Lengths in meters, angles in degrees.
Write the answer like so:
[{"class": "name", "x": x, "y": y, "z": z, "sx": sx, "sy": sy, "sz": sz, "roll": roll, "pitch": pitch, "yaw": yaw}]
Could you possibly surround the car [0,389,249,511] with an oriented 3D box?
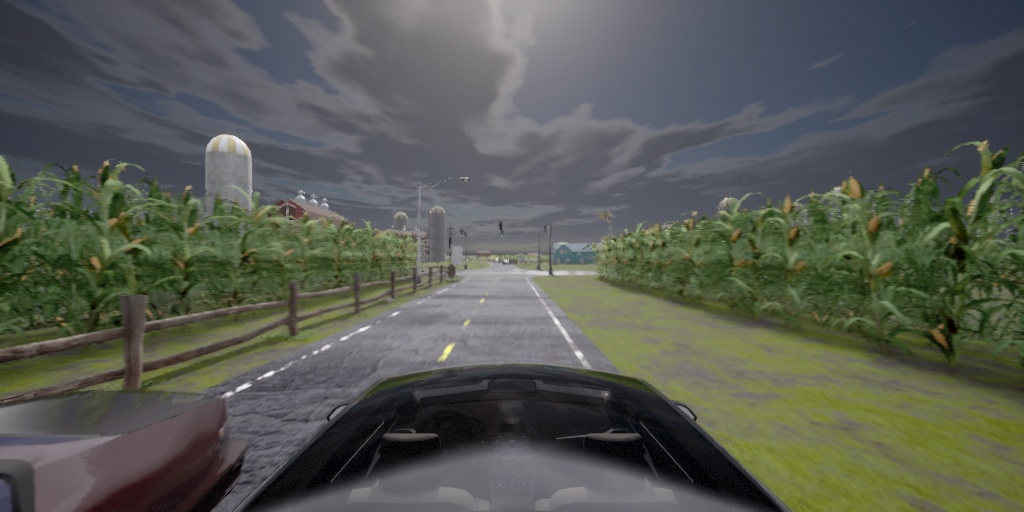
[{"class": "car", "x": -2.848, "y": 1.292, "z": 0.211, "sx": 2.033, "sy": 1.411, "sz": 5.357, "roll": 0, "pitch": 0, "yaw": 0}]
